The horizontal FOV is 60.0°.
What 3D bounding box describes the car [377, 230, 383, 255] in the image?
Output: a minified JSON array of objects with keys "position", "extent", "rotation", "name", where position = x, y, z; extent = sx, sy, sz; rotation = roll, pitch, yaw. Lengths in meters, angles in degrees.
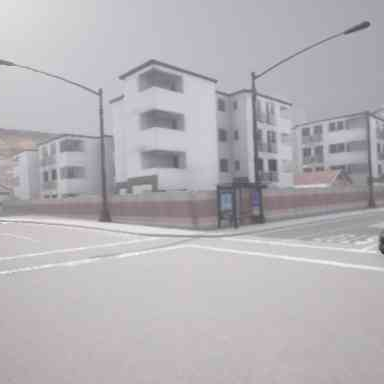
[{"position":[7.930,1.345,11.263],"extent":[4.181,1.385,1.994],"rotation":[-2,-1,-42],"name":"car"}]
